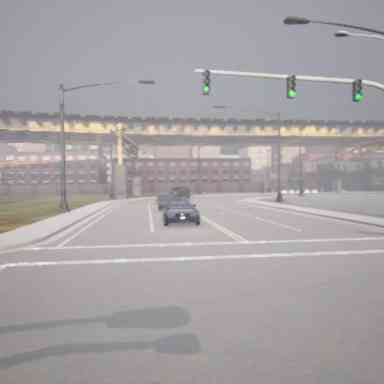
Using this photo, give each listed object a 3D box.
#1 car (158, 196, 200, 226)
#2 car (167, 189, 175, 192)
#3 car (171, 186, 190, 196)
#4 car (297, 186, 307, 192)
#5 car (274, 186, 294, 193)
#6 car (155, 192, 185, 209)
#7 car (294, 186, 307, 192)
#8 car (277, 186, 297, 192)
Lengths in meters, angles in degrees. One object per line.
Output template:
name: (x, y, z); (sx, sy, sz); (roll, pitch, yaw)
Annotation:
car: (-0.760, 1.151, 19.673); (1.994, 1.385, 4.181); (-1, 1, -8)
car: (-3.395, 0.715, 39.898); (2.033, 1.411, 5.357); (-1, 1, -3)
car: (-2.051, 0.148, 50.186); (2.150, 2.045, 5.566); (0, 1, 22)
car: (27.100, -0.763, 81.759); (1.853, 1.218, 4.536); (0, 1, 24)
car: (23.778, -0.610, 83.451); (2.038, 1.542, 4.974); (-2, 2, -36)
car: (-2.087, 0.946, 29.586); (1.994, 1.385, 4.181); (-1, 1, -7)
car: (27.081, -0.604, 81.715); (2.038, 1.542, 4.974); (0, 1, 24)
car: (23.746, -0.768, 83.489); (1.853, 1.218, 4.536); (-2, 2, -36)
